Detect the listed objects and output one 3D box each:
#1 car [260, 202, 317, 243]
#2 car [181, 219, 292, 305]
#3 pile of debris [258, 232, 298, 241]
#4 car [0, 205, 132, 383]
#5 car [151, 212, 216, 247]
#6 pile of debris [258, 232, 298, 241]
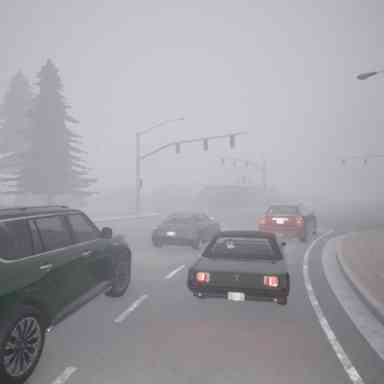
[{"bbox_3d":[4.830,1.320,16.411,2.097,1.767,4.553,0,0,27],"label":"car"},{"bbox_3d":[1.337,1.588,8.141,1.895,1.301,4.718,0,0,14],"label":"car"},{"bbox_3d":[4.210,2.145,16.172,1.500,0.140,1.860,0,0,29],"label":"pile of debris"},{"bbox_3d":[-2.785,1.221,5.547,2.150,2.045,5.566,0,0,8],"label":"car"},{"bbox_3d":[-0.103,1.545,14.502,1.994,1.385,4.181,0,0,20],"label":"car"},{"bbox_3d":[4.210,2.145,16.172,1.500,0.140,1.860,0,0,29],"label":"pile of debris"}]
